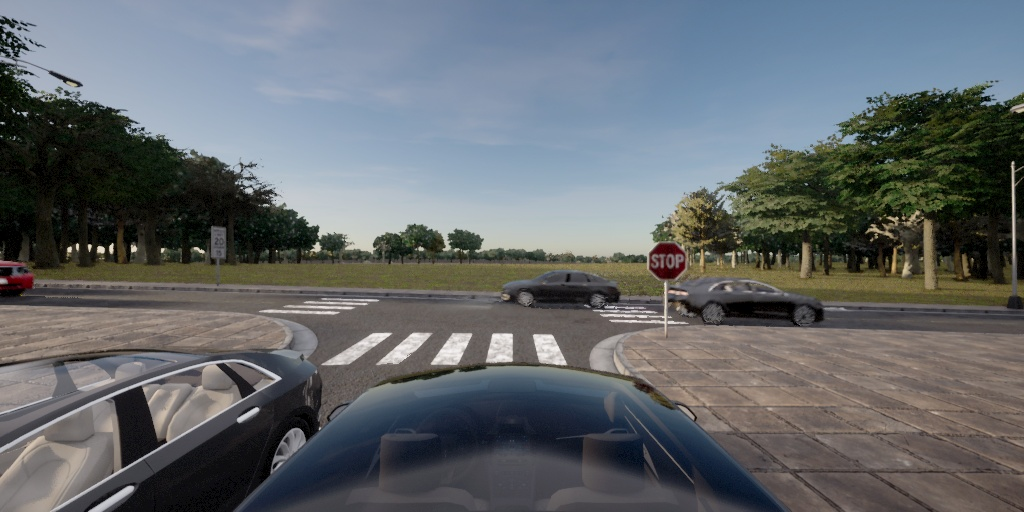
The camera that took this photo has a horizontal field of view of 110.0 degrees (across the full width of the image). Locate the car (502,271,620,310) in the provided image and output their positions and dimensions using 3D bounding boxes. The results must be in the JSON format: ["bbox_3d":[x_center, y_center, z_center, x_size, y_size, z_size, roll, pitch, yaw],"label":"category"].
[{"bbox_3d":[2.015,1.364,15.092,4.892,1.490,1.837,2,-1,0],"label":"car"}]

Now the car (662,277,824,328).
[{"bbox_3d":[7.707,1.482,12.134,4.902,1.511,2.128,2,-1,0],"label":"car"}]

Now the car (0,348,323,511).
[{"bbox_3d":[-2.637,1.300,1.688,2.007,1.370,4.403,0,0,0],"label":"car"}]

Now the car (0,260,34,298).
[{"bbox_3d":[-20.066,0.441,12.179,5.566,2.045,2.150,2,-1,0],"label":"car"}]
